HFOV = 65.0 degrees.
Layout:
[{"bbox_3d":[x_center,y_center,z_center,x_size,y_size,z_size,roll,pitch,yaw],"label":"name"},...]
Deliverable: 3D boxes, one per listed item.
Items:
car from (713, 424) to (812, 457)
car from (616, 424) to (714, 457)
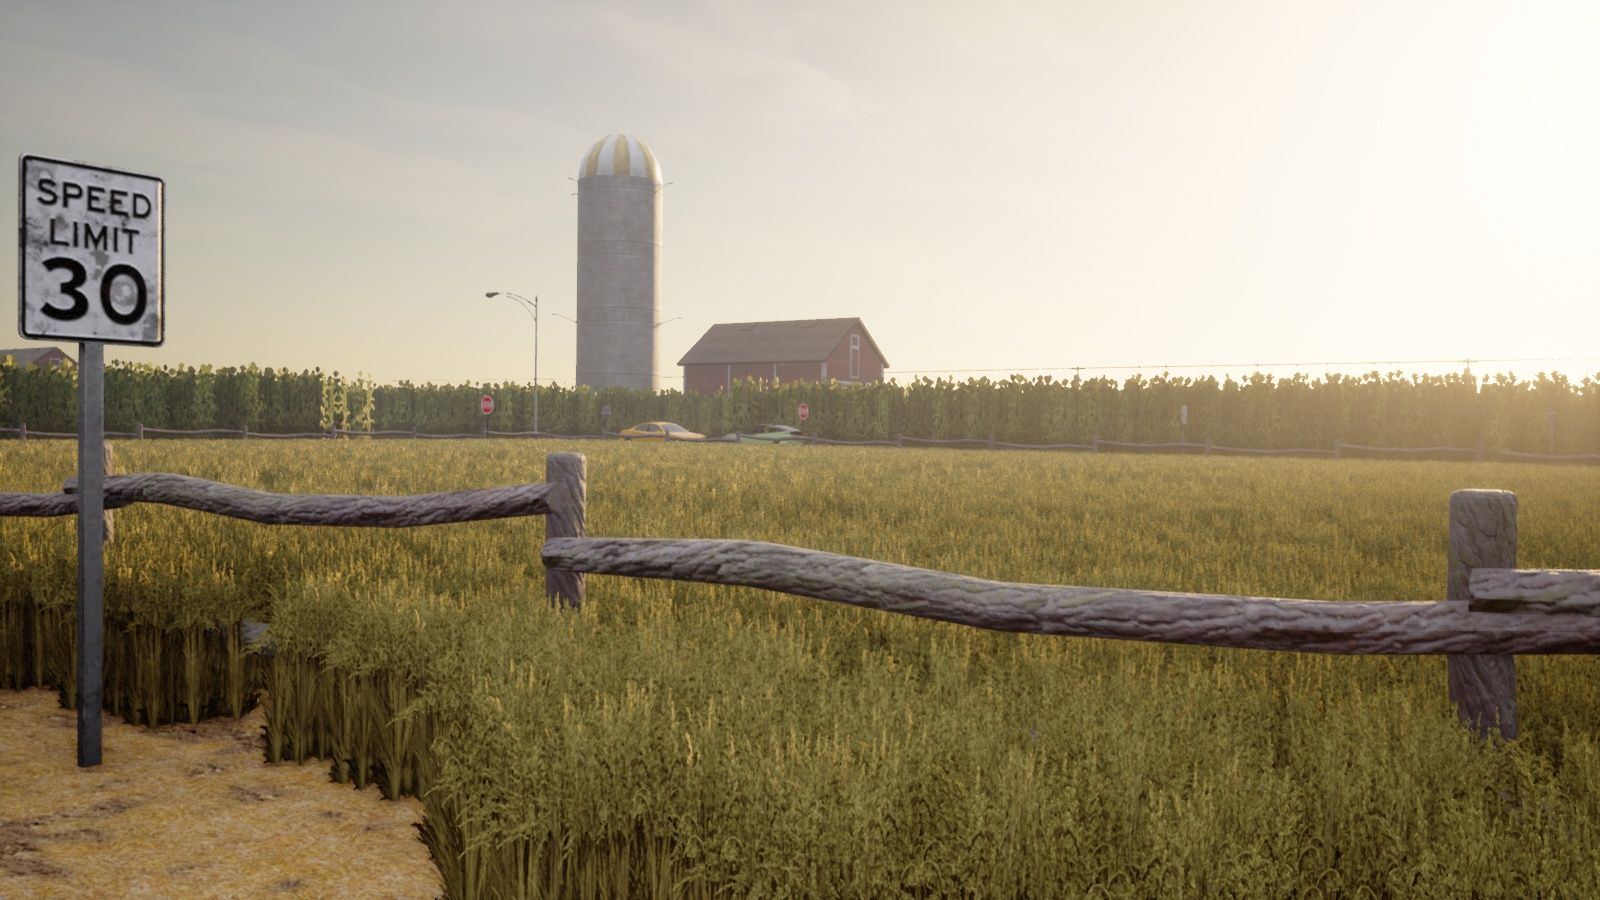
[{"bbox_3d":[-1.831,-0.503,60.828,4.514,1.525,2.007,1,2,35],"label":"car"},{"bbox_3d":[-6.549,-0.478,60.579,5.008,1.535,1.882,1,2,42],"label":"car"}]
